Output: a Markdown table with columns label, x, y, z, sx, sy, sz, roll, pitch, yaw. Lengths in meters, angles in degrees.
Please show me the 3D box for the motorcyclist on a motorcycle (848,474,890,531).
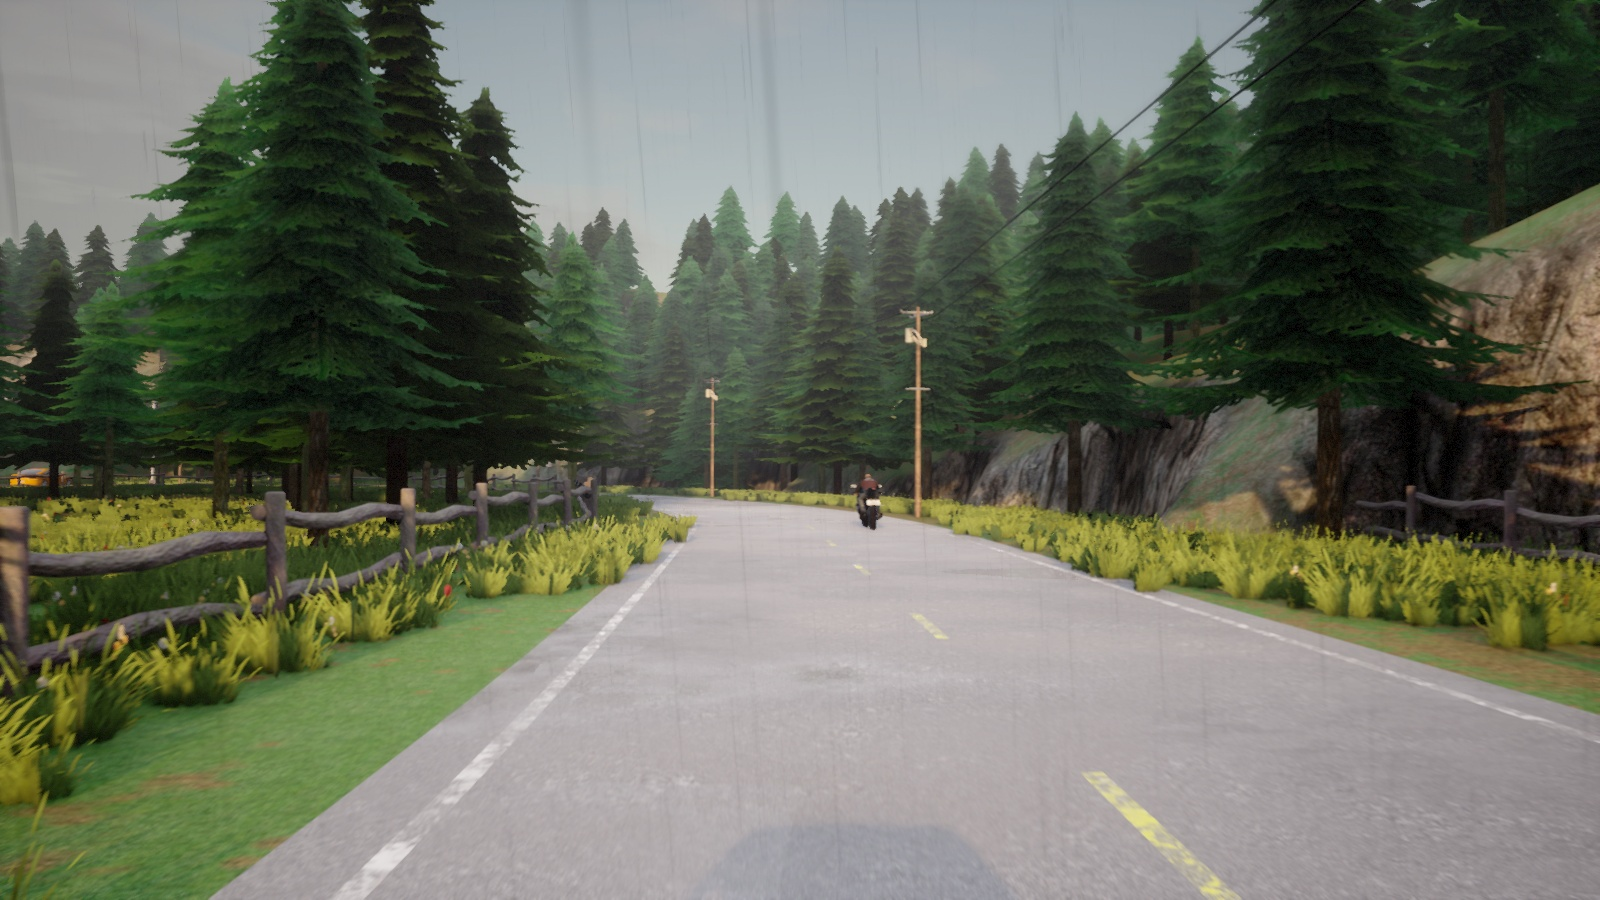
| label | x | y | z | sx | sy | sz | roll | pitch | yaw |
| --- | --- | --- | --- | --- | --- | --- | --- | --- | --- |
| motorcyclist on a motorcycle | 1.892 | 1.421 | 34.625 | 0.866 | 1.530 | 2.191 | 0 | -1 | -4 |
